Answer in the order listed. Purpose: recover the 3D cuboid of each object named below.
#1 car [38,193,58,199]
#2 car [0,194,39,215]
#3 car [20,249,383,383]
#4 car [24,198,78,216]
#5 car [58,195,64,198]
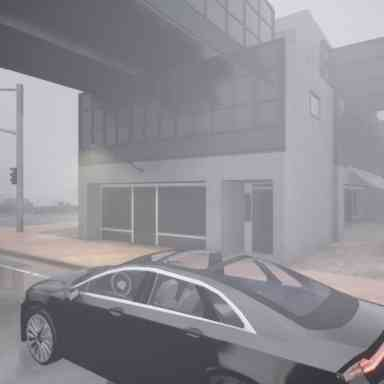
[{"bbox_3d":[-30.620,1.153,69.428,4.605,1.855,1.932,0,0,35],"label":"car"},{"bbox_3d":[-17.936,1.352,32.453,2.097,1.767,4.553,0,0,36],"label":"car"},{"bbox_3d":[-0.251,1.492,4.172,4.902,1.511,2.128,0,0,35],"label":"car"},{"bbox_3d":[-13.438,1.601,32.679,1.895,1.301,4.718,0,0,36],"label":"car"},{"bbox_3d":[-28.893,1.364,71.754,3.905,1.438,1.784,0,0,35],"label":"car"}]
